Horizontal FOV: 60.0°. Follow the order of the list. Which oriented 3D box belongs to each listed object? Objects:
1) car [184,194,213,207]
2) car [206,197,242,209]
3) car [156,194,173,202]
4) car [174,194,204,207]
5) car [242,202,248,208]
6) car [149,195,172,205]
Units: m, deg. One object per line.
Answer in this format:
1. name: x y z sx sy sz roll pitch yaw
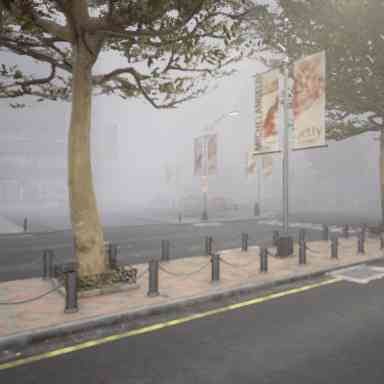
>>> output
1. car: 1.132 1.465 59.475 2.150 2.045 5.566 0 0 -36
2. car: 4.596 1.571 48.607 2.097 1.767 4.553 0 0 -35
3. car: -5.385 1.462 67.611 5.566 2.045 2.150 0 0 45
4. car: -0.491 1.571 55.694 2.097 1.767 4.553 0 0 -35
5. car: 6.662 1.769 51.748 1.812 1.442 4.674 0 0 -36
6. car: -6.388 1.781 63.309 1.994 1.385 4.181 1 0 -42
